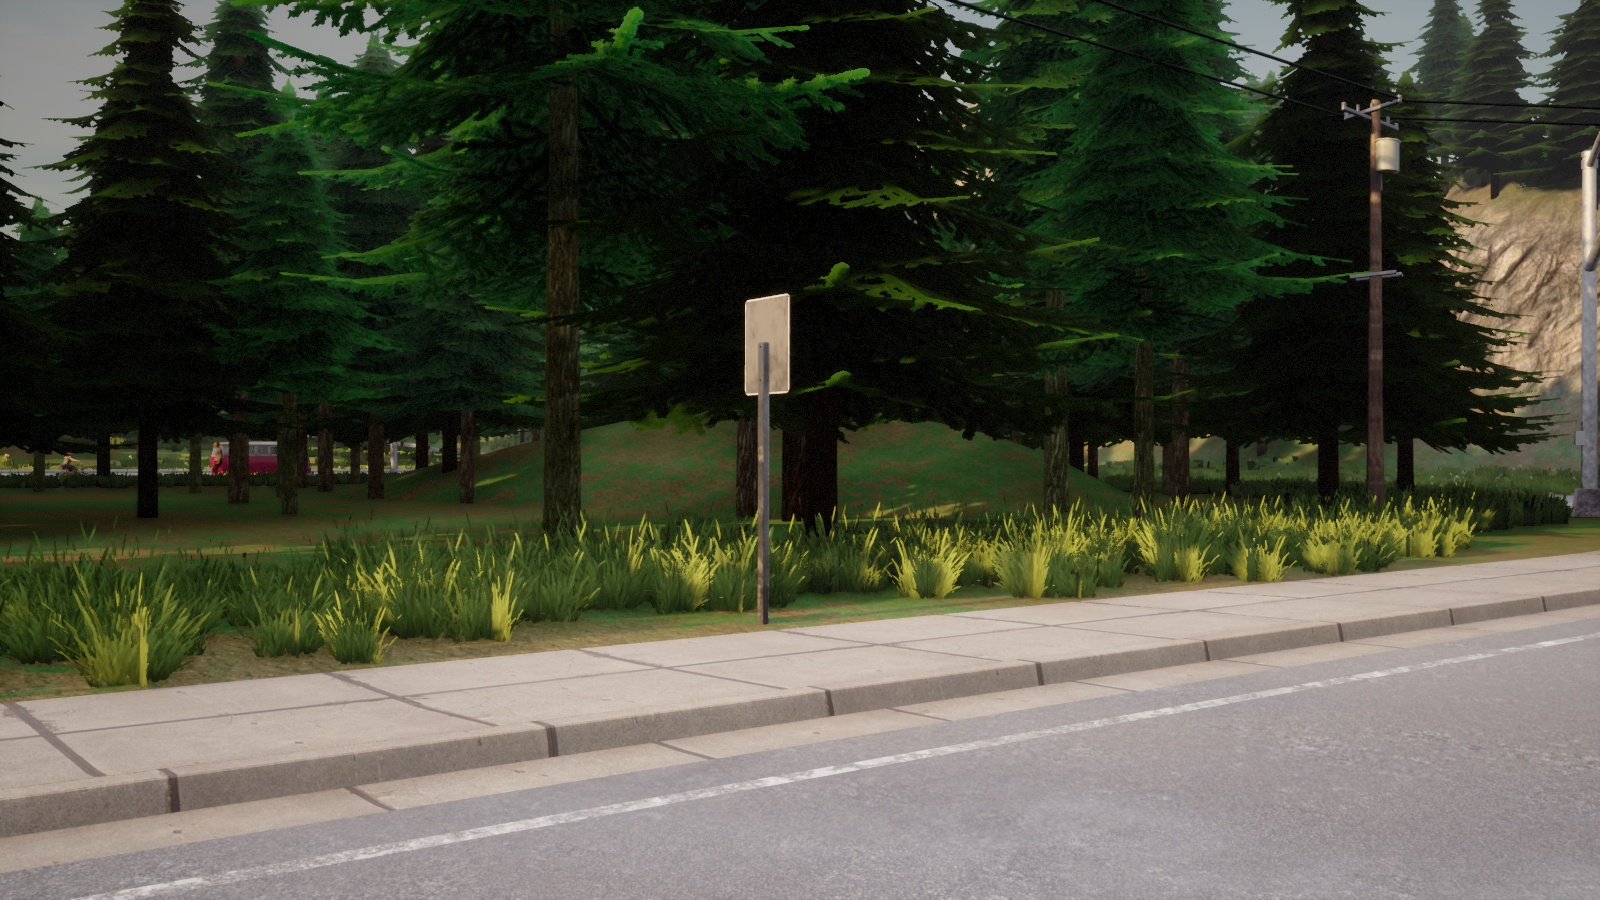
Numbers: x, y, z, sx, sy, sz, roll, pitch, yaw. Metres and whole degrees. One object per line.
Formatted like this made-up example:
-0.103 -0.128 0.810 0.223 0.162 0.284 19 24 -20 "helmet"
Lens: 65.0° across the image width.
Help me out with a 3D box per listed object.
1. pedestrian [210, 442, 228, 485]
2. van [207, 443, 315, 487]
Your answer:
-25.094 0.593 54.230 0.634 1.846 0.331 0 0 -37 "pedestrian"
-25.500 0.697 59.442 4.442 1.987 1.775 0 0 -35 "van"
